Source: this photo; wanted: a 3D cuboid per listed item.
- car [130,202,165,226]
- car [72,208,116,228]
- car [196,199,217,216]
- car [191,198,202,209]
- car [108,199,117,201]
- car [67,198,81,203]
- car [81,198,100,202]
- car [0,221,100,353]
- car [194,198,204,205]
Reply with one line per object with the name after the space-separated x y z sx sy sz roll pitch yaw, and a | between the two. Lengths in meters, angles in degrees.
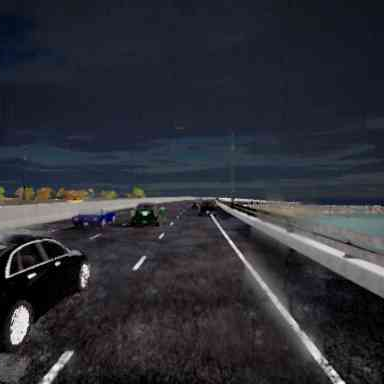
-3.201 1.537 24.911 2.097 1.767 4.553 0 0 1 | car
-6.726 1.773 23.429 1.895 1.301 4.718 0 0 1 | car
1.607 1.781 35.629 1.837 1.490 4.892 0 0 1 | car
0.879 1.980 54.452 2.033 1.411 5.357 0 0 2 | car
-16.161 2.135 67.412 1.895 1.301 4.718 0 -1 2 | car
-23.210 1.984 66.334 1.882 1.535 5.008 0 -1 2 | car
-19.713 2.031 66.189 2.128 1.511 4.902 0 -1 2 | car
-3.380 1.548 6.184 1.837 1.490 4.892 0 0 0 | car
1.641 2.106 74.453 2.128 1.511 4.902 0 -1 3 | car
